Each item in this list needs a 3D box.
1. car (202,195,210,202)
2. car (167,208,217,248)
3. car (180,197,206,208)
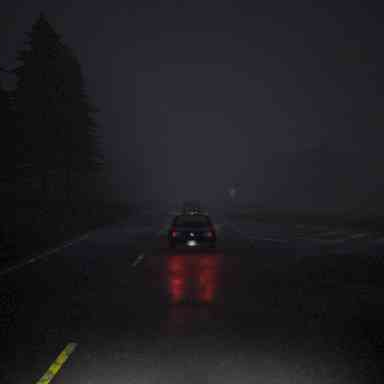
[{"bbox_3d":[2.972,1.452,73.498,1.816,1.474,4.193,-6,0,-2],"label":"car"},{"bbox_3d":[0.000,1.613,14.680,1.895,1.301,4.718,0,0,0],"label":"car"},{"bbox_3d":[0.000,1.514,29.650,1.837,1.490,4.892,0,0,0],"label":"car"}]
